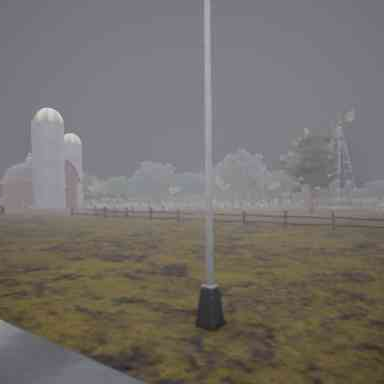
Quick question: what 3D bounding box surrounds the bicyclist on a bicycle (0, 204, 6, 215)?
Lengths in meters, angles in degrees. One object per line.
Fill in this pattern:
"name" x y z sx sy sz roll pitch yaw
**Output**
"bicyclist on a bicycle" -28.131 2.601 49.472 1.656 1.620 0.582 -2 -2 36
